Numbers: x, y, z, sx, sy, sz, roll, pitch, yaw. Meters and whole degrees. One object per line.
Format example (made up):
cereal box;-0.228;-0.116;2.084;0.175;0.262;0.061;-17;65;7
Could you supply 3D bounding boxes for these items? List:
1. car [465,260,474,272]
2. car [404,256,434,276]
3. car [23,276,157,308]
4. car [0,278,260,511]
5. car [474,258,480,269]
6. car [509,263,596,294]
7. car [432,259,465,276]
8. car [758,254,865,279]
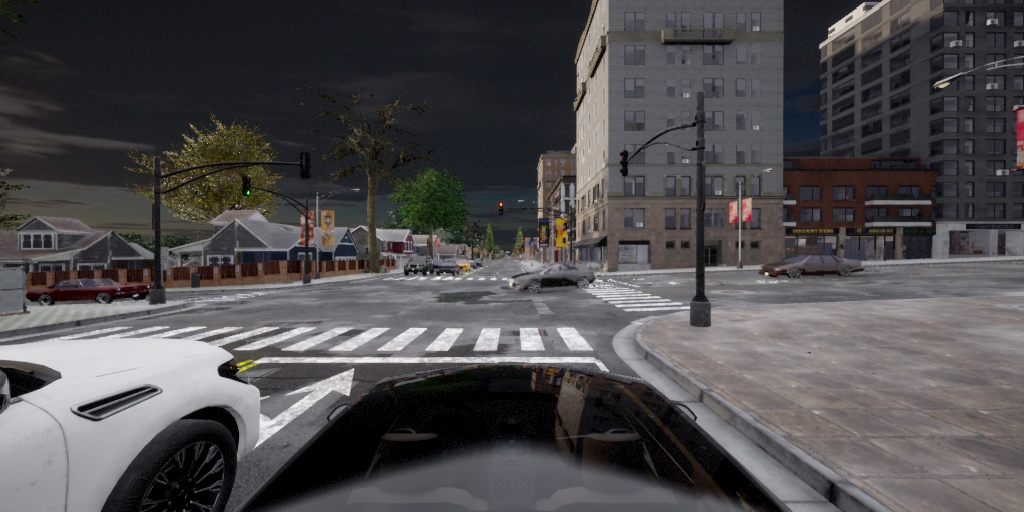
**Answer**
car;-6.643;1.261;47.692;1.882;1.535;5.008;0;0;0
car;-9.880;0.991;38.593;2.150;2.045;5.566;0;0;0
car;-21.640;1.806;18.534;4.718;1.301;1.895;-2;0;0
car;-3.145;0.972;0.558;2.150;2.045;5.566;0;0;0
car;-6.646;1.333;57.029;1.812;1.442;4.674;0;0;0
car;2.255;1.177;19.980;4.902;1.511;2.128;-2;0;-18
car;-6.633;1.316;37.900;2.033;1.411;5.357;0;0;0
car;18.215;0.612;21.911;5.357;1.411;2.033;-2;0;0
